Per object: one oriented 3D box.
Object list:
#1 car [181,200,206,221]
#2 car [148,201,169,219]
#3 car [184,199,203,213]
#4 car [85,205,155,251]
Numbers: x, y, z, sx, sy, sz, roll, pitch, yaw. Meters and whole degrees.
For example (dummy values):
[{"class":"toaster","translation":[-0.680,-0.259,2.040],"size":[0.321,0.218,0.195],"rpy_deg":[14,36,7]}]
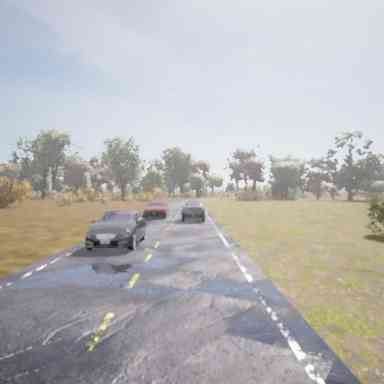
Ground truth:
[{"class":"car","translation":[0.114,1.528,27.189],"size":[2.128,1.511,4.902],"rpy_deg":[0,0,0]},{"class":"car","translation":[-3.085,1.515,29.633],"size":[1.882,1.535,5.008],"rpy_deg":[0,0,0]},{"class":"car","translation":[0.122,1.593,38.541],"size":[2.033,1.411,5.357],"rpy_deg":[0,0,0]},{"class":"car","translation":[-3.077,1.512,14.257],"size":[2.128,1.511,4.902],"rpy_deg":[0,0,0]}]
